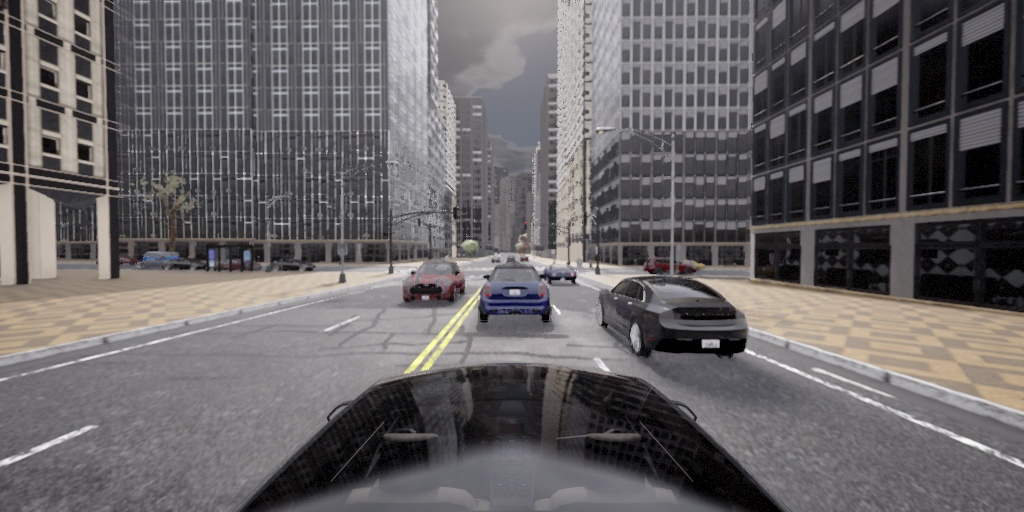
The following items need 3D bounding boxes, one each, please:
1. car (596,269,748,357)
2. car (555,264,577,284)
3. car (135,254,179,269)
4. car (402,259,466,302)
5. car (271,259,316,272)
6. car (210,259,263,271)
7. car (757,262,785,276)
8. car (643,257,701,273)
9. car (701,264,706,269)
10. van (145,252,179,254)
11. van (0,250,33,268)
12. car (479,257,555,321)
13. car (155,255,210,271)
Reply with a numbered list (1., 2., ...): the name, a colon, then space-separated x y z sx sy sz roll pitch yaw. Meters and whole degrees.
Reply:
1. car: 3.335 1.217 8.435 1.837 1.490 4.892 0 0 0
2. car: 3.306 1.213 25.476 1.895 1.301 4.718 0 0 0
3. car: -39.105 0.776 40.420 4.181 1.385 1.994 0 1 1
4. car: -3.364 1.019 16.189 2.097 1.767 4.553 0 0 0
5. car: -22.800 0.984 37.396 4.313 1.339 1.948 0 0 1
6. car: -28.484 0.949 37.518 4.207 1.307 1.802 0 0 1
7. car: 27.575 1.388 36.772 4.829 1.417 1.751 0 0 1
8. car: 16.126 1.078 36.946 5.009 1.841 2.192 0 0 1
9. car: 21.720 1.159 45.242 4.829 1.417 1.751 0 0 1
10. van: -45.373 0.370 46.317 3.998 1.789 1.690 0 0 1
11. van: -51.210 0.497 38.044 3.998 1.789 1.690 0 0 1
12. car: 0.080 1.042 12.268 2.097 1.767 4.553 0 0 0
13. car: -34.165 0.880 37.680 4.313 1.339 1.948 0 0 1
